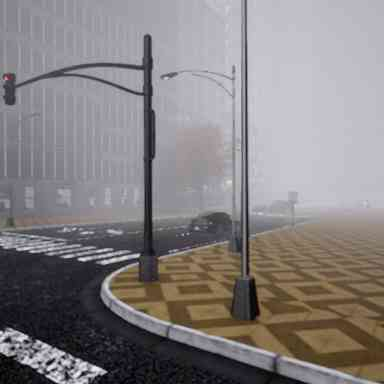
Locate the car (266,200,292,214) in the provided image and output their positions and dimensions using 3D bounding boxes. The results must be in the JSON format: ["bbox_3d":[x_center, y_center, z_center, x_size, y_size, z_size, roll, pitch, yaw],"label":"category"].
[{"bbox_3d":[13.936,2.265,52.099,2.150,2.045,5.566,0,-1,33],"label":"car"}]

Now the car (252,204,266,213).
[{"bbox_3d":[11.219,2.622,53.879,1.994,1.385,4.181,0,-1,33],"label":"car"}]

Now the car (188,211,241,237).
[{"bbox_3d":[1.535,1.941,20.856,1.812,1.442,4.674,0,-1,33],"label":"car"}]

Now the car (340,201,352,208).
[{"bbox_3d":[39.654,3.309,86.004,2.033,1.411,5.357,0,-1,33],"label":"car"}]

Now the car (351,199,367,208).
[{"bbox_3d":[42.386,3.233,84.244,1.882,1.535,5.008,0,-1,33],"label":"car"}]
